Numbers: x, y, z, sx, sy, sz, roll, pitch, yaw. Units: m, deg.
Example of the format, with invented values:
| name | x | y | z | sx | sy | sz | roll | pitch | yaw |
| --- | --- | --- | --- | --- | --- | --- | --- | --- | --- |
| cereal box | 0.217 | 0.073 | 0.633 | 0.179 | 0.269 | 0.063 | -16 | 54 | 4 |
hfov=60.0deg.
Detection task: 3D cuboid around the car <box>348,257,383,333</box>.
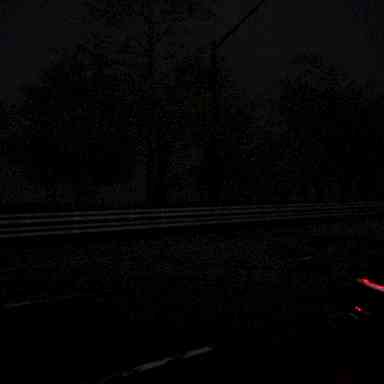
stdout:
| name | x | y | z | sx | sy | sz | roll | pitch | yaw |
| --- | --- | --- | --- | --- | --- | --- | --- | --- | --- |
| car | 4.590 | 1.446 | 5.301 | 4.902 | 1.511 | 2.128 | 0 | 0 | -31 |
